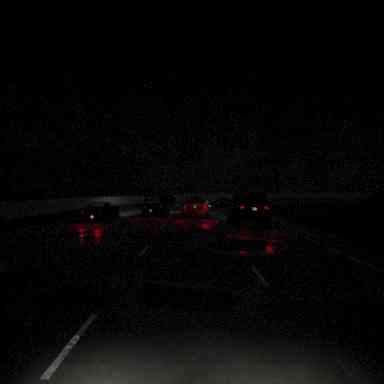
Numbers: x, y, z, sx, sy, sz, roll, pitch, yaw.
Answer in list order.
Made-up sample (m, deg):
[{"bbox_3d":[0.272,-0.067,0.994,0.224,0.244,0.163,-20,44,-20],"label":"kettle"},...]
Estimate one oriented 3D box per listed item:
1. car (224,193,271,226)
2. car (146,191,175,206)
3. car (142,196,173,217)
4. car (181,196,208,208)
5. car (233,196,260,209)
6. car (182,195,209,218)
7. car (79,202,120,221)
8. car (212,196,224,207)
[{"bbox_3d":[3.612,1.047,21.672,2.150,2.045,5.566,0,0,0],"label":"car"},{"bbox_3d":[-4.012,0.885,41.831,2.150,2.045,5.566,0,1,19],"label":"car"},{"bbox_3d":[-3.073,1.295,28.697,1.812,1.442,4.674,0,0,5],"label":"car"},{"bbox_3d":[0.414,1.220,42.775,1.994,1.385,4.181,0,1,22],"label":"car"},{"bbox_3d":[6.645,1.225,40.057,2.033,1.411,5.357,0,1,22],"label":"car"},{"bbox_3d":[0.359,1.130,27.715,2.097,1.767,4.553,0,1,3],"label":"car"},{"bbox_3d":[-6.802,1.399,25.044,1.895,1.301,4.718,0,0,1],"label":"car"},{"bbox_3d":[4.076,1.222,42.537,1.994,1.385,4.181,0,1,23],"label":"car"}]
